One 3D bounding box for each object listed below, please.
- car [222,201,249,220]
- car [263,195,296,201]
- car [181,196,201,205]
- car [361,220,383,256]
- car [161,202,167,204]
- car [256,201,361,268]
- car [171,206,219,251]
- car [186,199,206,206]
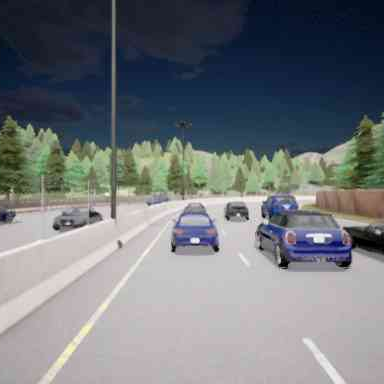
[{"bbox_3d":[3.788,1.567,28.784,1.837,1.490,4.892,0,0,2],"label":"car"},{"bbox_3d":[7.235,1.283,27.796,2.150,2.045,5.566,0,0,2],"label":"car"},{"bbox_3d":[-0.075,1.622,62.305,2.128,1.511,4.902,0,0,21],"label":"car"},{"bbox_3d":[7.113,1.629,11.685,1.895,1.301,4.718,0,0,0],"label":"car"},{"bbox_3d":[-5.771,1.334,56.540,2.150,2.045,5.566,0,0,17],"label":"car"},{"bbox_3d":[3.611,1.378,11.566,2.097,1.767,4.553,0,0,0],"label":"car"},{"bbox_3d":[0.102,1.555,14.073,1.812,1.442,4.674,0,0,0],"label":"car"},{"bbox_3d":[0.321,1.625,29.322,1.994,1.385,4.181,0,0,3],"label":"car"}]
